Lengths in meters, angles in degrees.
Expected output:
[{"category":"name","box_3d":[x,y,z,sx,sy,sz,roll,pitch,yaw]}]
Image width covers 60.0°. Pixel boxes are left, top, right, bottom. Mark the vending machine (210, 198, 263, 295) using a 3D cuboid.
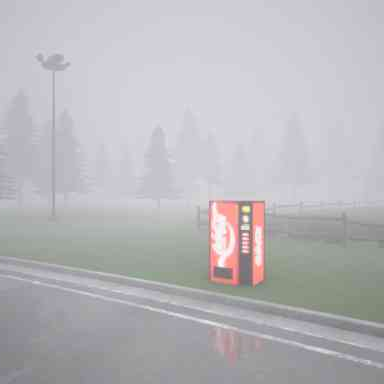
[{"category":"vending machine","box_3d":[1.080,1.195,7.970,0.880,2.100,1.100,0,0,32]}]
